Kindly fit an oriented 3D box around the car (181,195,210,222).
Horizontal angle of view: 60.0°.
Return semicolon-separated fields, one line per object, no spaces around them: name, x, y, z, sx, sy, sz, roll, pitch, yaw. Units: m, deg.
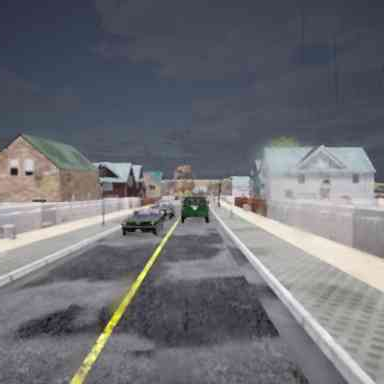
car;0.270;1.282;26.737;2.150;2.045;5.566;0;0;1

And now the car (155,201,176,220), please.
car;-2.461;1.558;28.912;2.128;1.511;4.902;0;0;1

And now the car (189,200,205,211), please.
car;0.704;1.725;42.826;1.895;1.301;4.718;0;0;2

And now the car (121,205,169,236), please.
car;-2.626;1.631;18.699;1.895;1.301;4.718;0;0;1
